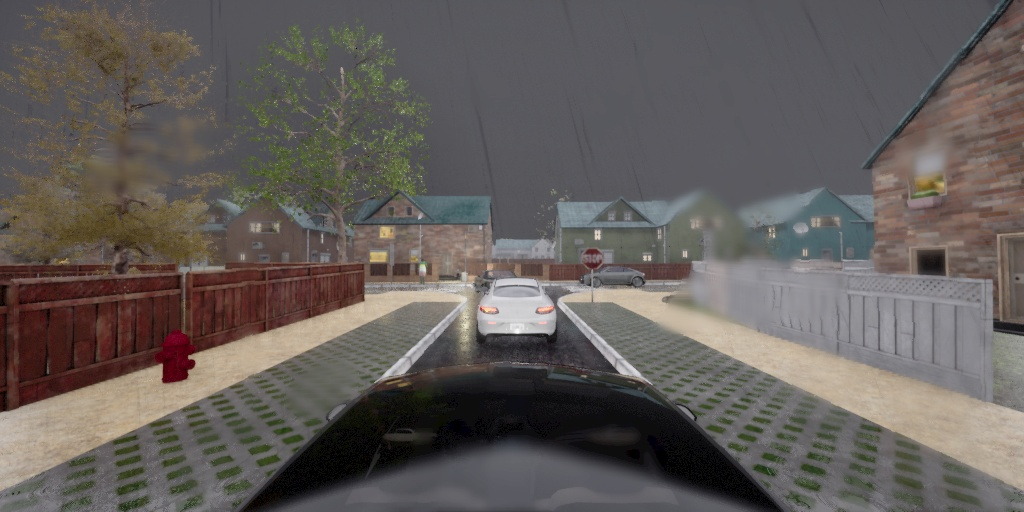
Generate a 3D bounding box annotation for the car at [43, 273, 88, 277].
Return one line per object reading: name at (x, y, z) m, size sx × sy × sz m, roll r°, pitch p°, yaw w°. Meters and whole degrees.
car at (-25.590, 1.632, 21.113) m, size 4.718 × 1.301 × 1.895 m, roll -1°, pitch -1°, yaw 1°

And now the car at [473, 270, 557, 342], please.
car at (0.108, 1.279, 9.622) m, size 1.812 × 1.442 × 4.674 m, roll 0°, pitch 0°, yaw 0°

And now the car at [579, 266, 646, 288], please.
car at (6.554, 1.344, 23.612) m, size 4.181 × 1.385 × 1.994 m, roll 0°, pitch -1°, yaw 1°

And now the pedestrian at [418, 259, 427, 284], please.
pedestrian at (-6.683, 1.118, 26.716) m, size 0.375 × 1.860 × 0.375 m, roll 0°, pitch -1°, yaw 1°

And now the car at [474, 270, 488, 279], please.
car at (-0.848, 1.367, 18.733) m, size 1.895 × 1.301 × 4.718 m, roll 0°, pitch -1°, yaw -13°
